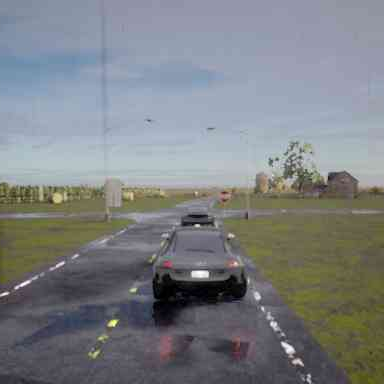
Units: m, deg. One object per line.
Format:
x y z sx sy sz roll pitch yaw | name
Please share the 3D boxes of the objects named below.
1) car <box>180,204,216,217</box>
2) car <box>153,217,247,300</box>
0.340 1.489 19.429 1.837 1.490 4.892 0 0 1 | car
0.163 1.558 8.448 1.994 1.385 4.181 0 0 0 | car
